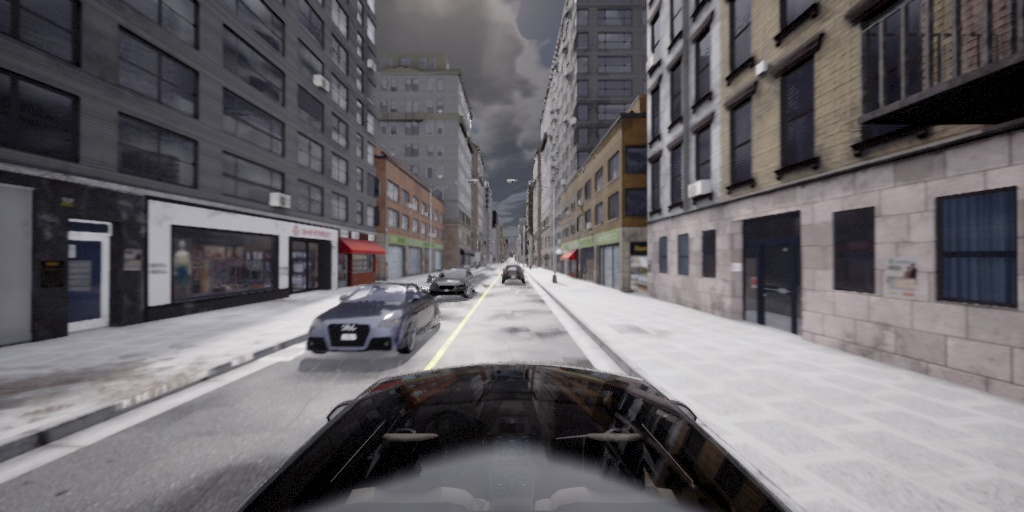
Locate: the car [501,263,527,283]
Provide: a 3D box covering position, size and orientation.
[{"bbox_3d":[0.113,1.477,30.151,1.812,1.442,4.674,0,0,0],"label":"car"}]

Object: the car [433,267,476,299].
[{"bbox_3d":[-3.027,1.364,19.121,1.837,1.490,4.892,0,0,1],"label":"car"}]

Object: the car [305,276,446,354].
[{"bbox_3d":[-3.083,1.356,8.782,1.994,1.385,4.181,0,0,0],"label":"car"}]
